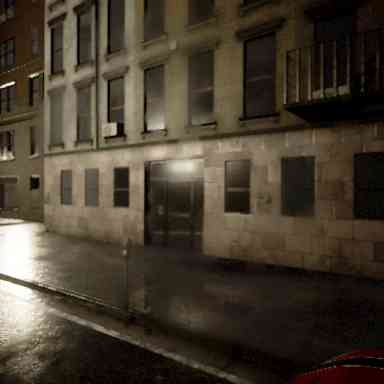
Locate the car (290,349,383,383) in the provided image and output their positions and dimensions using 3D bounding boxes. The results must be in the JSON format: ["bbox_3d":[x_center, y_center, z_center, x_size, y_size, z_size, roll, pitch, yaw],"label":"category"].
[{"bbox_3d":[2.178,1.446,1.272,4.097,1.590,1.967,0,0,36],"label":"car"}]
